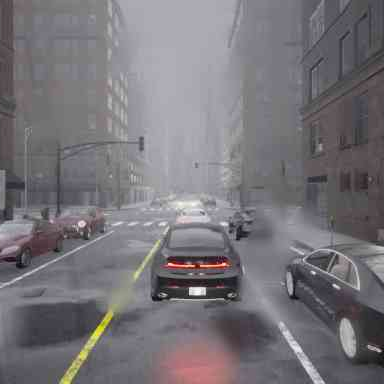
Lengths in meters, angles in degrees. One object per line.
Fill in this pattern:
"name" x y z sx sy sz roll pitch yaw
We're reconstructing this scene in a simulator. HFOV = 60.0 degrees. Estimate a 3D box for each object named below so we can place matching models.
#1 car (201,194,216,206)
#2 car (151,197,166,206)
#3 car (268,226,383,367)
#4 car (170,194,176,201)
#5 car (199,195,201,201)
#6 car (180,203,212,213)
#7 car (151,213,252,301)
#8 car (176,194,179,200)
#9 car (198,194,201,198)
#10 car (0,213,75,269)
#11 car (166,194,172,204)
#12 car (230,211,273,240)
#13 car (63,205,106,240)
"car" 2.888 1.475 53.720 1.967 1.590 4.097 0 0 0
"car" -5.636 1.617 53.733 1.802 1.307 4.206 0 0 0
"car" 2.855 1.550 5.627 2.008 1.369 4.403 0 0 0
"car" -5.588 1.625 80.605 1.752 1.417 4.829 0 0 0
"car" 2.908 1.606 64.538 2.008 1.369 4.403 0 0 0
"car" 0.082 1.526 17.442 1.812 1.442 4.674 0 0 -1
"car" 0.098 1.505 8.294 1.837 1.490 4.892 0 0 0
"car" -5.570 1.456 91.593 2.192 1.841 5.009 0 0 0
"car" 2.927 1.523 75.356 1.967 1.590 4.097 0 0 0
"car" -5.670 1.582 11.128 1.802 1.307 4.206 0 0 0
"car" -5.617 1.606 64.550 2.008 1.369 4.403 0 0 0
"car" 2.855 1.566 16.630 1.947 1.339 4.313 0 0 0
"car" -5.670 1.440 16.630 1.967 1.590 4.097 0 0 0
